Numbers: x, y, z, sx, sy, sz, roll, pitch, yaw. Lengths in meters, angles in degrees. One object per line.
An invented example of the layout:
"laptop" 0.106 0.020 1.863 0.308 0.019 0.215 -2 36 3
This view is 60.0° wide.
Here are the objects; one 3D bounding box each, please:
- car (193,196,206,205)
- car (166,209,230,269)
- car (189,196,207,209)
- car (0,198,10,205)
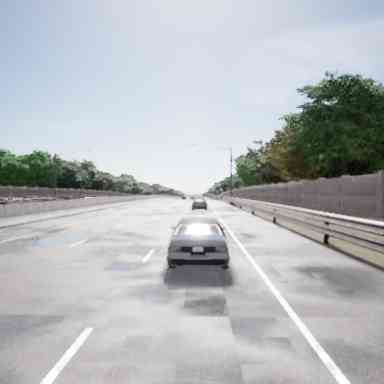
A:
"car" 1.357 1.425 59.091 2.128 1.511 4.902 0 0 1
"car" 0.213 1.539 11.155 2.033 1.411 5.357 0 0 1
"car" 0.974 1.517 43.056 1.994 1.385 4.181 0 0 1
"car" -23.678 1.429 39.592 1.837 1.490 4.892 0 0 2
